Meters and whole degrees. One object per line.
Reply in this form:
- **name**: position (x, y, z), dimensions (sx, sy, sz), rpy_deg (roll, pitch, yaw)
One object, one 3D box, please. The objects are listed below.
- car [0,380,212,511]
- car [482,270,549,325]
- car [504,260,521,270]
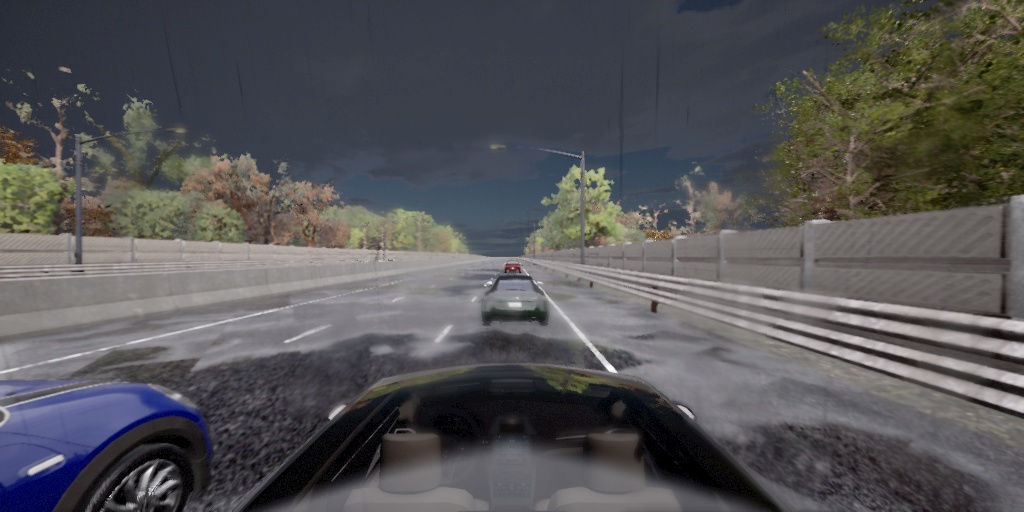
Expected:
- **car**: position (-3.399, 1.102, 0.910), dimensions (2.097, 1.767, 4.553), rpy_deg (0, 0, 0)
- **car**: position (0.094, 1.317, 11.854), dimensions (1.994, 1.385, 4.181), rpy_deg (0, 0, 0)
- **car**: position (0.083, 1.240, 43.538), dimensions (1.882, 1.535, 5.008), rpy_deg (0, 0, 0)
